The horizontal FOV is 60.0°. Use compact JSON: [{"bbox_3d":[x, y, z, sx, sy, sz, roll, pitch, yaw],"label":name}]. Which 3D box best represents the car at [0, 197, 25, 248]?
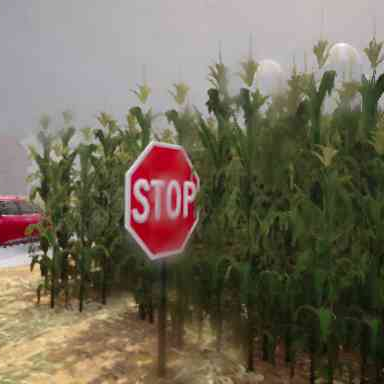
[{"bbox_3d":[-6.750,1.183,11.951,2.150,2.045,5.566,-1,0,20],"label":"car"}]
